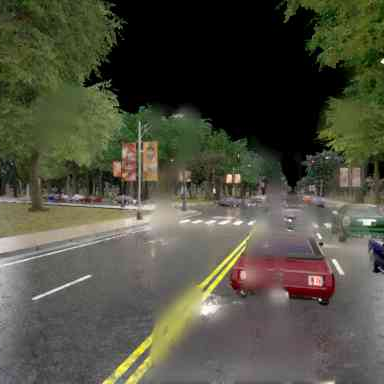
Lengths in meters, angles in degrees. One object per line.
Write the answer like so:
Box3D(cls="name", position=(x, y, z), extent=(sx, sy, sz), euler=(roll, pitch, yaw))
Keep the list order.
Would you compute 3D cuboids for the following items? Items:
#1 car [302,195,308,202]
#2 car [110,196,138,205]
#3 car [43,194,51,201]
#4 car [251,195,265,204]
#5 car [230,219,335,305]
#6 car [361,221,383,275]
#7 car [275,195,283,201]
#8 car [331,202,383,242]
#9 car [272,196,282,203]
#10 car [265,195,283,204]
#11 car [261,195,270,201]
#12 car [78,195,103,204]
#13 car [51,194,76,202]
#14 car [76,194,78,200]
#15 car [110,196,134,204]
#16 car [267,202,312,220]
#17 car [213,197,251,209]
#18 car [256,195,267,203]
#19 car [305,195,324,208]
Box3D(cls="car", position=(26.754, 1.365, 77.050), extent=(2.097, 1.767, 4.553), euler=(0, 0, 17))
Box3D(cls="car", position=(-10.938, 1.361, 54.653), extent=(4.902, 1.511, 2.128), euler=(0, 0, 41))
Box3D(cls="car", position=(-31.615, 1.213, 76.420), extent=(5.008, 1.535, 1.882), euler=(0, 0, 40))
Box3D(cls="car", position=(12.368, 1.554, 63.631), extent=(2.033, 1.411, 5.357), euler=(0, 0, 18))
Box3D(cls="car", position=(2.255, 1.601, 8.207), extent=(1.895, 1.301, 4.718), euler=(0, 0, 17))
Box3D(cls="car", position=(5.463, 1.601, 7.596), extent=(1.895, 1.301, 4.718), euler=(0, 0, 17))
Box3D(cls="car", position=(21.572, 1.489, 82.299), extent=(1.882, 1.535, 5.008), euler=(0, 0, 17))
Box3D(cls="car", position=(8.069, 1.352, 16.199), extent=(2.097, 1.767, 4.553), euler=(0, 0, 17))
Box3D(cls="car", position=(18.513, 1.604, 72.390), extent=(1.895, 1.301, 4.718), euler=(0, 0, 17))
Box3D(cls="car", position=(15.442, 1.554, 62.587), extent=(2.033, 1.411, 5.357), euler=(0, 0, 18))
Box3D(cls="car", position=(18.351, 1.535, 82.881), extent=(1.812, 1.442, 4.674), euler=(0, 0, 17))
Box3D(cls="car", position=(-18.369, 1.423, 60.932), extent=(4.718, 1.301, 1.895), euler=(0, 0, 41))
Box3D(cls="car", position=(-26.114, 1.300, 67.529), extent=(4.674, 1.442, 1.812), euler=(0, 0, 40))
Box3D(cls="car", position=(-26.966, 1.272, 76.751), extent=(4.674, 1.442, 1.812), euler=(0, 0, 40))
Box3D(cls="car", position=(-12.778, 1.443, 60.666), extent=(4.718, 1.301, 1.895), euler=(0, 0, 40))
Box3D(cls="car", position=(4.935, 1.505, 17.070), extent=(1.837, 1.490, 4.892), euler=(0, 0, 17))
Box3D(cls="car", position=(5.084, 1.451, 45.600), extent=(4.902, 1.511, 2.128), euler=(0, 0, 40))
Box3D(cls="car", position=(15.321, 1.486, 73.072), extent=(1.882, 1.535, 5.008), euler=(0, 0, 17))
Box3D(cls="car", position=(18.188, 1.568, 48.767), extent=(1.994, 1.385, 4.181), euler=(0, 0, 16))
